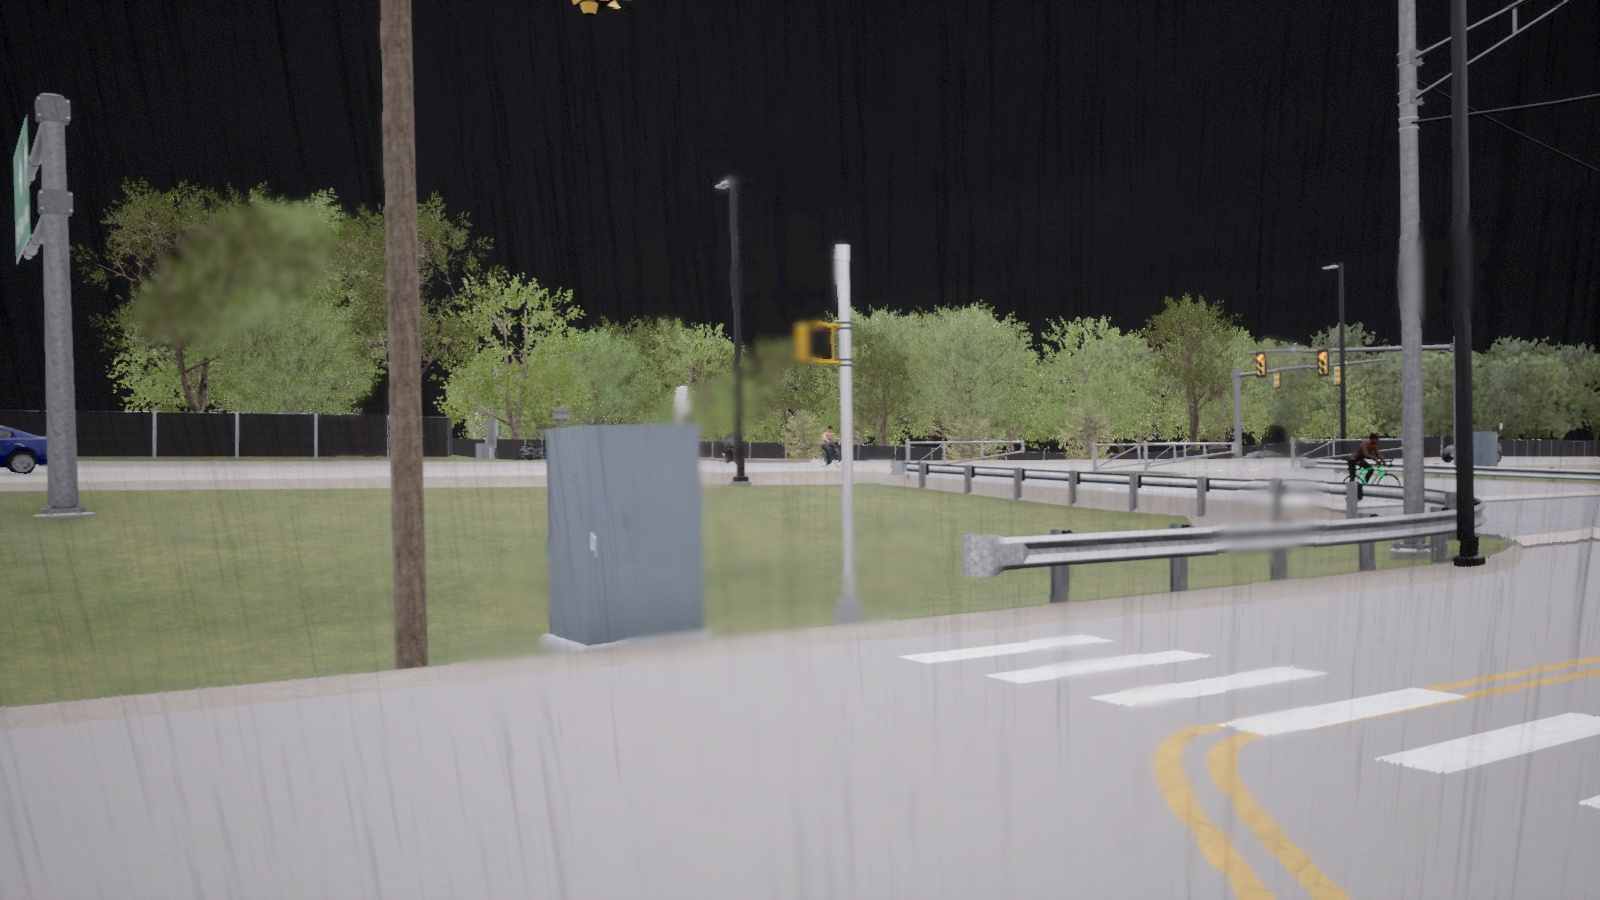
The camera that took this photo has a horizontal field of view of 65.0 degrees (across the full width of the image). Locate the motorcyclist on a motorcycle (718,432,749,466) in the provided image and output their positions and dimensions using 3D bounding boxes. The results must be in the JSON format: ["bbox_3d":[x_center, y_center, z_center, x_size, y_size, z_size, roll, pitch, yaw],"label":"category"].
[{"bbox_3d":[-3.115,-0.048,58.723,0.866,1.530,2.191,-2,1,-19],"label":"motorcyclist on a motorcycle"}]

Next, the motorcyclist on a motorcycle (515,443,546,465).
[{"bbox_3d":[-19.910,0.293,92.904,2.191,1.530,0.866,-1,3,-14],"label":"motorcyclist on a motorcycle"}]

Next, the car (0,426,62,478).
[{"bbox_3d":[-24.903,0.064,37.293,5.008,1.535,1.882,0,0,-34],"label":"car"}]

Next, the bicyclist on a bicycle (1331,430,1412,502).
[{"bbox_3d":[13.325,0.388,29.323,0.582,1.620,1.656,0,-3,-27],"label":"bicyclist on a bicycle"}]

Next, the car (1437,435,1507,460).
[{"bbox_3d":[42.055,-0.171,78.594,4.514,1.525,2.007,0,0,-34],"label":"car"}]

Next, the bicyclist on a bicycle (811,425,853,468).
[{"bbox_3d":[1.197,-0.136,47.445,0.866,1.612,1.509,-1,0,-34],"label":"bicyclist on a bicycle"}]
